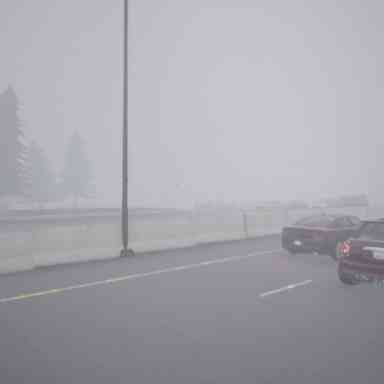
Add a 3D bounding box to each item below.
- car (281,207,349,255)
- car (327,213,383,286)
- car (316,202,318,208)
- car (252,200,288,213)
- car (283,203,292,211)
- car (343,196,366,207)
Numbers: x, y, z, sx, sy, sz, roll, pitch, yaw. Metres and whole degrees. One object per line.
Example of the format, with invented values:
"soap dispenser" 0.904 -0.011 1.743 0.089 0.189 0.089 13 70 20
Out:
"car" 5.490 1.547 12.742 5.008 1.535 1.882 0 -1 -39
"car" 5.684 1.373 8.421 4.553 1.767 2.097 0 -1 -38
"car" 15.727 1.566 39.173 4.553 1.767 2.097 0 -1 -39
"car" 10.297 1.807 43.786 5.008 1.535 1.882 0 -1 -39
"car" 12.537 1.765 41.097 4.902 1.511 2.128 0 -1 -39
"car" 16.854 1.383 35.596 5.566 2.045 2.150 0 -1 -39
